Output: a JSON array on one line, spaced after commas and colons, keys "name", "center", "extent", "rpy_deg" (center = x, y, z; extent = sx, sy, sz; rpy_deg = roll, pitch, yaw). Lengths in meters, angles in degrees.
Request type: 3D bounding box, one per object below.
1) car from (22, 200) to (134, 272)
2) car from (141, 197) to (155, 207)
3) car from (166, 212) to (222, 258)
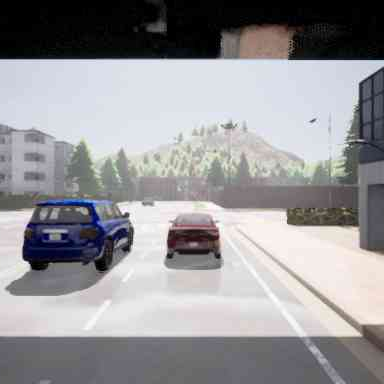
[{"name": "car", "center": [-3.440, 1.265, 11.126], "extent": [2.150, 2.045, 5.566], "rpy_deg": [0, -1, 1]}, {"name": "car", "center": [-7.619, 1.725, 57.702], "extent": [1.837, 1.490, 4.892], "rpy_deg": [0, 0, 1]}, {"name": "car", "center": [0.076, 1.532, 13.022], "extent": [1.882, 1.535, 5.008], "rpy_deg": [0, 0, 0]}]
